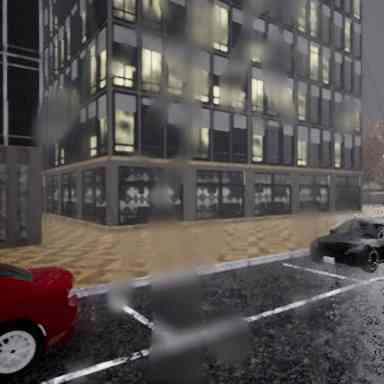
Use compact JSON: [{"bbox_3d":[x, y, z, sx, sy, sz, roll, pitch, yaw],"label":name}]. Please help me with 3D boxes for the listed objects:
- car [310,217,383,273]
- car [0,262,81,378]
[{"bbox_3d":[5.600,1.512,10.551,4.313,1.339,1.947,0,0,-35],"label":"car"},{"bbox_3d":[-3.686,1.548,3.931,4.507,1.381,1.887,0,0,-35],"label":"car"}]
